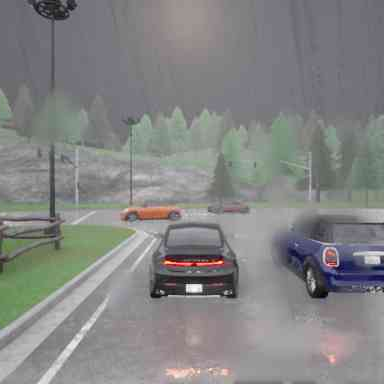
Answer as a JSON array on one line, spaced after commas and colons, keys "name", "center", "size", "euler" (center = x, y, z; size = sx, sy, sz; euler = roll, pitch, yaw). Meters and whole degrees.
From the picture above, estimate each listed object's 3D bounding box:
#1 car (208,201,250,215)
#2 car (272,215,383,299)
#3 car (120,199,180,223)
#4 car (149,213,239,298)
[{"name": "car", "center": [3.746, 1.584, 33.840], "size": [4.181, 1.385, 1.994], "euler": [0, 0, -9]}, {"name": "car", "center": [3.556, 1.357, 8.652], "size": [2.097, 1.767, 4.553], "euler": [0, 0, 0]}, {"name": "car", "center": [-3.138, 1.366, 25.361], "size": [4.553, 1.767, 2.097], "euler": [0, 0, -12]}, {"name": "car", "center": [0.054, 1.510, 8.488], "size": [1.837, 1.490, 4.892], "euler": [0, 0, 0]}]
